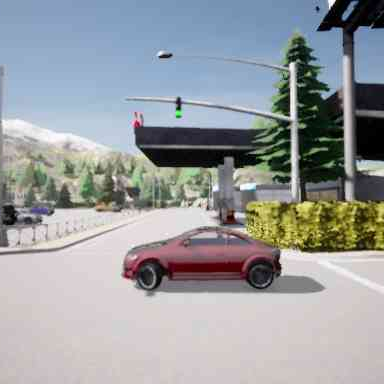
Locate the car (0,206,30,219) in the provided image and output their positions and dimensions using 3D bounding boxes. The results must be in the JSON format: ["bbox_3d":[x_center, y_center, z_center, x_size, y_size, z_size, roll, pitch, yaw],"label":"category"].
[{"bbox_3d":[-24.053,2.685,43.767,4.514,1.523,2.007,0,-2,-1],"label":"car"}]

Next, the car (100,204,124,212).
[{"bbox_3d":[-16.548,3.321,68.783,4.514,1.523,2.007,0,-2,-1],"label":"car"}]

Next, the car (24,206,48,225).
[{"bbox_3d":[-16.205,2.354,31.403,3.806,1.475,1.970,0,-2,-1],"label":"car"}]

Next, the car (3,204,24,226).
[{"bbox_3d":[-16.798,1.988,28.083,3.866,1.878,1.905,0,-2,-1],"label":"car"}]

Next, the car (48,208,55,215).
[{"bbox_3d":[-24.074,2.970,53.756,3.633,1.501,1.845,0,-2,-1],"label":"car"}]

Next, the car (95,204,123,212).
[{"bbox_3d":[-16.476,3.229,65.648,5.027,1.636,2.152,0,-2,-1],"label":"car"}]

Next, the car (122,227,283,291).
[{"bbox_3d":[0.267,1.658,9.022,4.181,1.385,1.994,0,-2,0],"label":"car"}]

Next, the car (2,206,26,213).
[{"bbox_3d":[-35.141,3.444,65.670,3.806,1.475,1.970,0,-2,-1],"label":"car"}]
